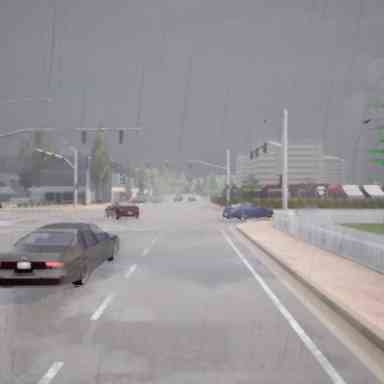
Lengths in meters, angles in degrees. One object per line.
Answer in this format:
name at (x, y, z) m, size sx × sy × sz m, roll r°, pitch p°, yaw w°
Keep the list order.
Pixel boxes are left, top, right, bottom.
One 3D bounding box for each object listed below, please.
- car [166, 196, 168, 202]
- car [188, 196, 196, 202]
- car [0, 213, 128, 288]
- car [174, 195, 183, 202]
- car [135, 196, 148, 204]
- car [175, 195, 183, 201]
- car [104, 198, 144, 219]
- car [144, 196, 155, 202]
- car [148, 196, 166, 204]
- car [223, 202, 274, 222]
car at (-7.011, 1.649, 82.011) m, size 1.882 × 1.535 × 5.008 m, roll 0°, pitch 0°, yaw 0°
car at (-0.011, 1.690, 81.237) m, size 2.128 × 1.511 × 4.902 m, roll 0°, pitch 0°, yaw 0°
car at (-3.456, 1.568, 9.387) m, size 2.033 × 1.411 × 5.357 m, roll 0°, pitch 0°, yaw 0°
car at (-3.511, 1.705, 81.236) m, size 2.033 × 1.411 × 5.357 m, roll 0°, pitch 0°, yaw 0°
car at (-10.514, 1.497, 66.473) m, size 2.097 × 1.767 × 4.553 m, roll 0°, pitch 0°, yaw 0°
car at (-3.513, 1.620, 91.510) m, size 1.994 × 1.385 × 4.181 m, roll 0°, pitch 0°, yaw 0°
car at (-6.234, 1.540, 29.090) m, size 1.882 × 1.535 × 5.008 m, roll 1°, pitch -1°, yaw -29°
car at (-10.511, 1.696, 81.934) m, size 2.128 × 1.511 × 4.902 m, roll 0°, pitch 0°, yaw 0°
car at (-7.016, 1.497, 66.554) m, size 2.097 × 1.767 × 4.553 m, roll 0°, pitch 0°, yaw 0°
car at (4.726, 1.584, 27.199) m, size 4.674 × 1.442 × 1.812 m, roll 0°, pitch -1°, yaw -29°
